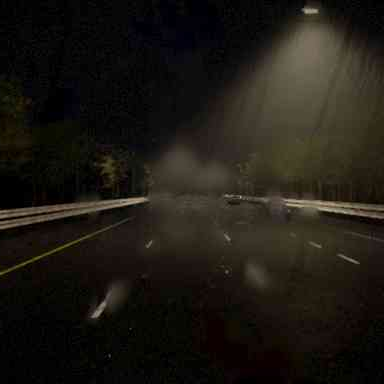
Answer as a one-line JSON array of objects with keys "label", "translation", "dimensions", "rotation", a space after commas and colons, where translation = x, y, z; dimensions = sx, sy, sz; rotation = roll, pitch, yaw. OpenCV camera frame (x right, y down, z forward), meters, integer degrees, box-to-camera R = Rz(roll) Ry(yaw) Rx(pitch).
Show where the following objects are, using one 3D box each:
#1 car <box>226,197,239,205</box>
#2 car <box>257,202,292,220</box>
[{"label": "car", "translation": [7.034, 1.607, 58.193], "dimensions": [1.994, 1.385, 4.181], "rotation": [0, 0, 0]}, {"label": "car", "translation": [6.988, 1.554, 28.602], "dimensions": [2.033, 1.411, 5.357], "rotation": [0, 0, 0]}]
